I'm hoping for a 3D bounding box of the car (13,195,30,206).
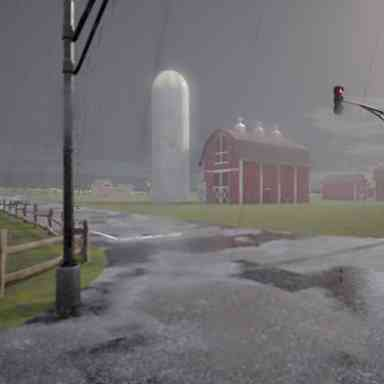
[{"bbox_3d":[-25.270,1.258,49.258,1.837,1.490,4.892,0,0,-36],"label":"car"}]
